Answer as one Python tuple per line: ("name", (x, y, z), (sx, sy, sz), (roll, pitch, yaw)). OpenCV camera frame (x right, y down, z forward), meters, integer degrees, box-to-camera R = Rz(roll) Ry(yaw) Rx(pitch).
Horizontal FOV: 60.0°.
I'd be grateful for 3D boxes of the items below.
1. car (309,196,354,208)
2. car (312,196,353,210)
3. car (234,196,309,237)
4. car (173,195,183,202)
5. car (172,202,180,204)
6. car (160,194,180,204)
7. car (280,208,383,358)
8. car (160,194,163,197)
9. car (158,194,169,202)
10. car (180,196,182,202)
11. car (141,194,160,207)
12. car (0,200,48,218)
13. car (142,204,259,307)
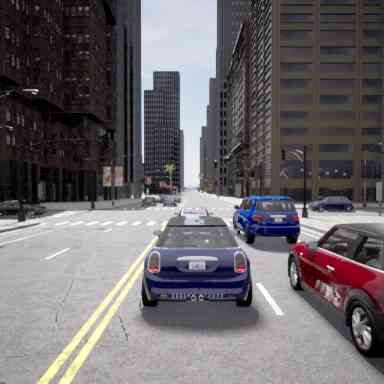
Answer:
("car", (15.345, 1.277, 36.935), (4.553, 1.767, 2.097), (0, 1, -1))
("car", (16.670, 1.323, 39.636), (4.097, 1.590, 1.967), (0, 1, 0))
("car", (3.349, 1.211, 15.890), (2.150, 2.045, 5.566), (0, 0, -2))
("car", (-3.267, 1.495, 76.788), (2.033, 1.411, 5.357), (0, 0, 0))
("car", (0.089, 1.480, 17.075), (2.128, 1.511, 4.902), (0, 0, 0))
("car", (-3.344, 1.490, 51.331), (1.812, 1.442, 4.674), (0, 0, 2))
("car", (3.344, 1.349, 6.180), (2.097, 1.767, 4.553), (0, 0, 0))
("car", (-6.575, 1.523, 62.166), (1.994, 1.385, 4.181), (0, 0, 0))
("car", (-6.517, 1.310, 75.331), (2.097, 1.767, 4.553), (0, 0, 0))
("car", (-3.310, 1.484, 64.878), (1.812, 1.442, 4.674), (0, 0, 1))
("car", (-6.598, 1.469, 51.389), (1.837, 1.490, 4.892), (0, 0, 2))
("car", (-15.925, 1.550, 30.722), (4.892, 1.490, 1.837), (0, 1, -1))
("car", (0.094, 1.348, 8.138), (2.097, 1.767, 4.553), (0, 0, 0))
